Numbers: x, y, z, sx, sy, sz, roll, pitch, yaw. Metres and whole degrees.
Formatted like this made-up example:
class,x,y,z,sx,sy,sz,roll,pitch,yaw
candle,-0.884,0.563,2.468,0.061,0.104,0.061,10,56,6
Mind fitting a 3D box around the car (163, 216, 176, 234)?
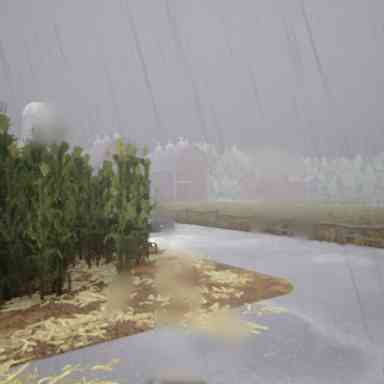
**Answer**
class,x,y,z,sx,sy,sz,roll,pitch,yaw
car,-2.703,1.686,19.173,1.994,1.385,4.181,0,-1,-35
